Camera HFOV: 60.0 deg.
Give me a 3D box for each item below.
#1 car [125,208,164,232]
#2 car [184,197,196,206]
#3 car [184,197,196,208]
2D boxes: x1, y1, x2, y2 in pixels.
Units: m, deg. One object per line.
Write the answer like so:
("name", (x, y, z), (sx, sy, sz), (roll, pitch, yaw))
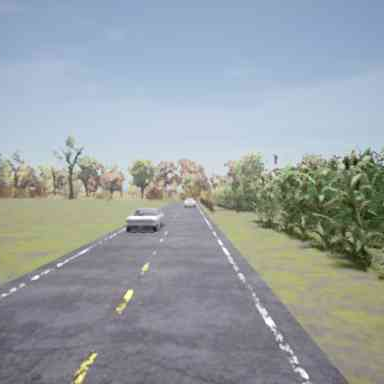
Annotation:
("car", (-2.908, 1.692, 21.050), (1.895, 1.301, 4.718), (0, 0, 0))
("car", (-0.419, 1.769, 63.816), (2.128, 1.511, 4.902), (0, 0, 0))
("car", (-0.347, 1.757, 53.539), (1.812, 1.442, 4.674), (0, 0, 0))
